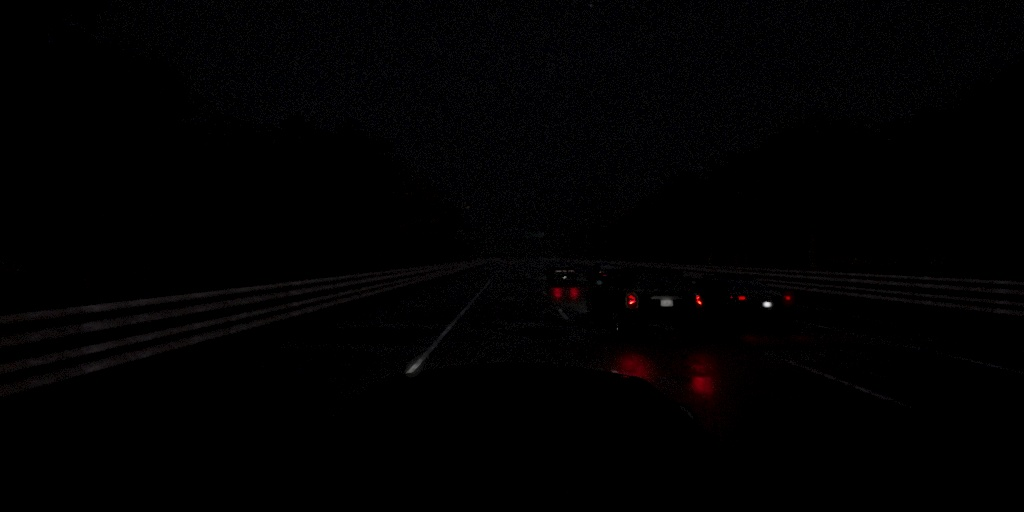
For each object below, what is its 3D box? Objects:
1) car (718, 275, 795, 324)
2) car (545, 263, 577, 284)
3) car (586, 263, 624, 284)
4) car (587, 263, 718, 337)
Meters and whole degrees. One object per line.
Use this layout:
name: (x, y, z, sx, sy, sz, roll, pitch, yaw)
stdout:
car: (7.096, 1.318, 11.974, 1.994, 1.385, 4.181, 0, 0, 0)
car: (3.600, 1.252, 26.793, 2.128, 1.511, 4.902, 0, 0, 0)
car: (7.102, 1.287, 27.888, 1.812, 1.442, 4.674, 0, 0, 0)
car: (3.593, 1.105, 10.430, 2.097, 1.767, 4.553, 0, 0, 0)
